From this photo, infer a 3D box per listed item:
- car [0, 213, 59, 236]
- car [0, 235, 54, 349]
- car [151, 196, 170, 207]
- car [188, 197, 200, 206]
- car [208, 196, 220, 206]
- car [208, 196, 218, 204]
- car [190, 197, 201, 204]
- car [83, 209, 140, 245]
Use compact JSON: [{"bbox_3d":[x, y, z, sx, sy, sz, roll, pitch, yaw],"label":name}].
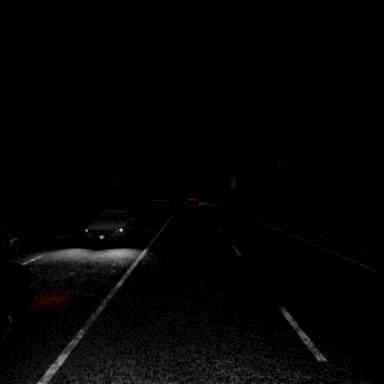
[{"bbox_3d":[-7.136,1.559,13.366,2.033,1.411,5.357,0,0,-1],"label":"car"},{"bbox_3d":[-3.608,1.552,3.458,2.033,1.411,5.357,0,0,0],"label":"car"},{"bbox_3d":[-3.553,1.115,37.920,1.882,1.535,5.008,0,0,0],"label":"car"},{"bbox_3d":[0.296,1.521,57.410,2.128,1.511,4.902,0,0,2],"label":"car"},{"bbox_3d":[3.795,1.532,57.330,1.837,1.490,4.892,0,0,2],"label":"car"},{"bbox_3d":[4.220,1.547,67.566,1.812,1.442,4.674,0,0,3],"label":"car"},{"bbox_3d":[0.727,1.624,67.792,1.895,1.301,4.718,0,0,3],"label":"car"},{"bbox_3d":[-3.633,1.537,15.713,1.812,1.442,4.674,0,0,0],"label":"car"}]
